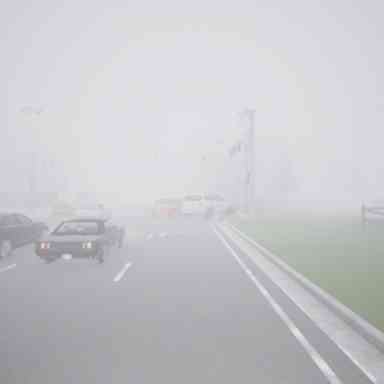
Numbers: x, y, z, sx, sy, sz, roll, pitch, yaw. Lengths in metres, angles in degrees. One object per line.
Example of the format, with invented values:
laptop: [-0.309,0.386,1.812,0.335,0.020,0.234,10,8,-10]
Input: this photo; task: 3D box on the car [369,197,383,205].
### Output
car: [30.523,1.350,52.060,4.718,1.301,1.895,0,0,-2]

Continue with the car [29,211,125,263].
car: [-3.673,1.589,11.897,1.895,1.301,4.718,0,0,-1]

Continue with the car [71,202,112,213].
car: [-7.577,1.572,26.032,1.895,1.301,4.718,0,0,-2]

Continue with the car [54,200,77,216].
car: [-11.589,1.454,31.241,1.882,1.535,5.008,0,0,-4]

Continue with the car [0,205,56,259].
car: [-7.190,1.479,12.567,1.882,1.535,5.008,0,0,-1]

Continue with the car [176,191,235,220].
car: [1.460,1.150,27.965,2.150,2.045,5.566,-3,-1,36]

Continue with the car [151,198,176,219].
car: [-1.507,1.291,29.049,2.097,1.767,4.553,0,0,32]
